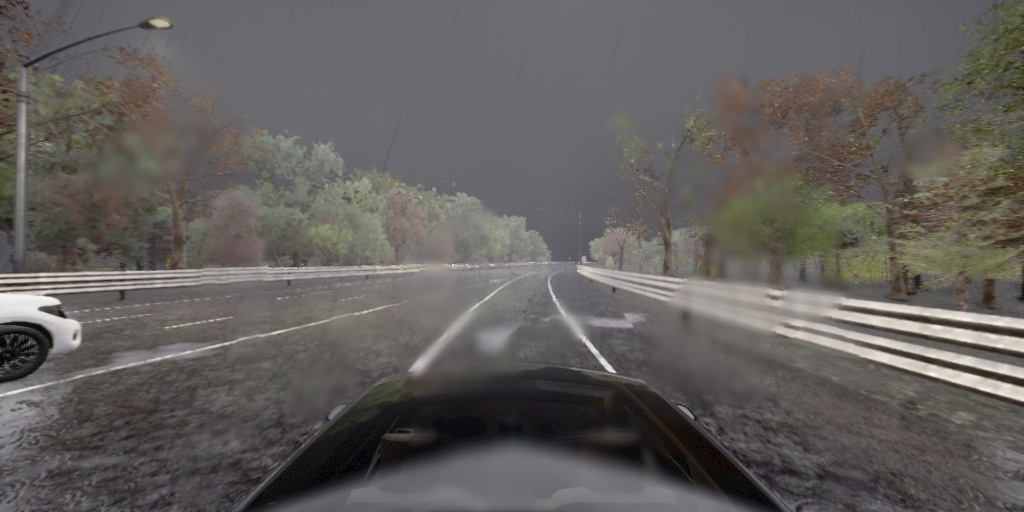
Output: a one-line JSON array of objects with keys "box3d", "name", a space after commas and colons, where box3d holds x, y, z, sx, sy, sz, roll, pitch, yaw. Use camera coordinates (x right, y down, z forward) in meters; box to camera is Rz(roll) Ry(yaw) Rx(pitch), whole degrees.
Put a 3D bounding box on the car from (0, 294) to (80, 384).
[{"box3d": [-9.246, 0.951, 4.114, 2.150, 2.045, 5.566, 0, -1, 11], "name": "car"}]
